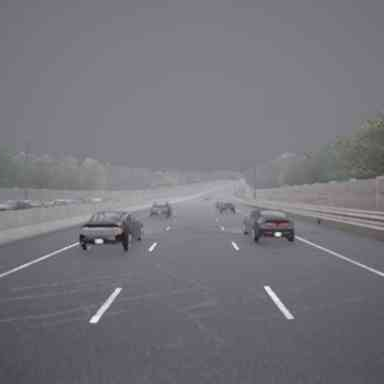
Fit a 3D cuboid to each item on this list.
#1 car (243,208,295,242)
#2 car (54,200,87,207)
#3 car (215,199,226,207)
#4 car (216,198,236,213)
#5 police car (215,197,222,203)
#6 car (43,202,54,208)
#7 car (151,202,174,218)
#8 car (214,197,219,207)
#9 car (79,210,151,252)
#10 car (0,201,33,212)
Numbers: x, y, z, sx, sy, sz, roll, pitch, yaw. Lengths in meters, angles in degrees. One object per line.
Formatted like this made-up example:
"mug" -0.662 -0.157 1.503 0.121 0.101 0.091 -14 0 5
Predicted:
"car" 3.752 1.586 16.791 1.837 1.490 4.892 0 0 1
"car" -13.415 1.699 38.205 2.128 1.511 4.902 0 -1 2
"car" 5.218 2.023 62.061 1.837 1.490 4.892 0 -1 3
"car" 4.240 1.761 40.290 1.837 1.490 4.892 0 -1 2
"police car" 7.449 2.241 94.769 1.930 1.638 5.238 0 0 5
"car" -16.797 1.833 41.610 1.895 1.301 4.718 0 -1 2
"car" -2.900 1.668 32.503 2.128 1.511 4.902 0 0 2
"car" 4.678 1.855 51.177 1.882 1.535 5.008 0 -1 3
"car" -3.283 1.554 14.285 2.128 1.511 4.902 0 0 1
"car" -20.423 1.744 38.222 2.033 1.411 5.357 0 -1 2
